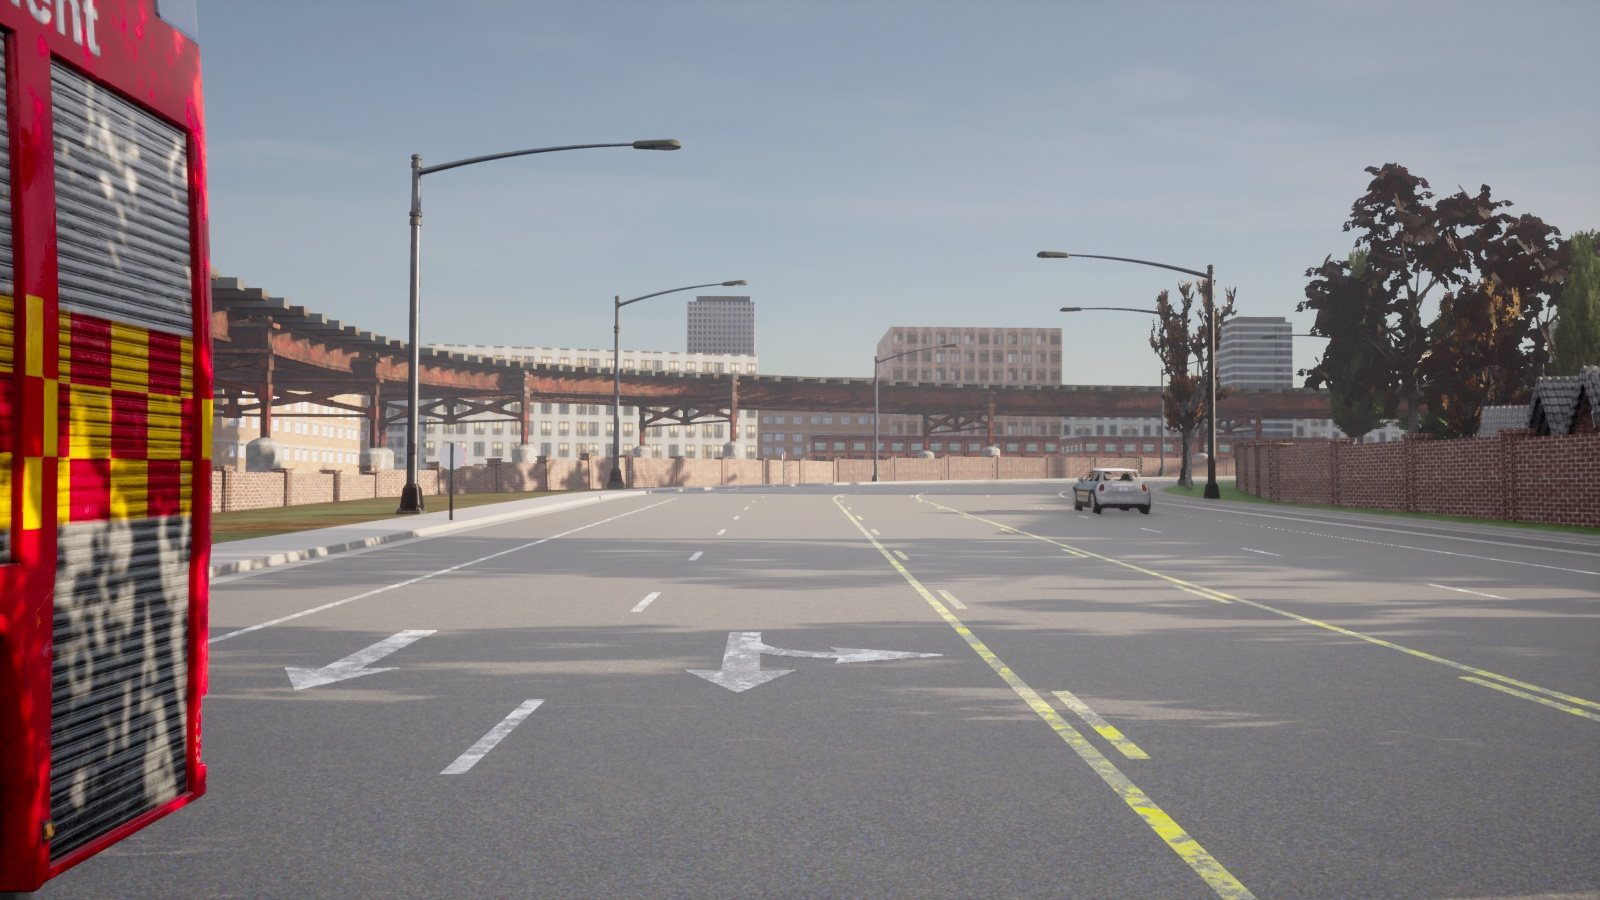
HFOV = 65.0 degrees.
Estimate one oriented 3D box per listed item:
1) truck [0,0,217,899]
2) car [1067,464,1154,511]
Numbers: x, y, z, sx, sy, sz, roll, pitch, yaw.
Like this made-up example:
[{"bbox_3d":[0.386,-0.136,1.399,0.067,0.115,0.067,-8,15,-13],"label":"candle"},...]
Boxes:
[{"bbox_3d":[-3.504,-0.332,0.213,2.891,3.827,8.468,0,-1,0],"label":"truck"},{"bbox_3d":[10.394,1.228,42.265,1.970,1.475,3.806,0,0,0],"label":"car"}]
